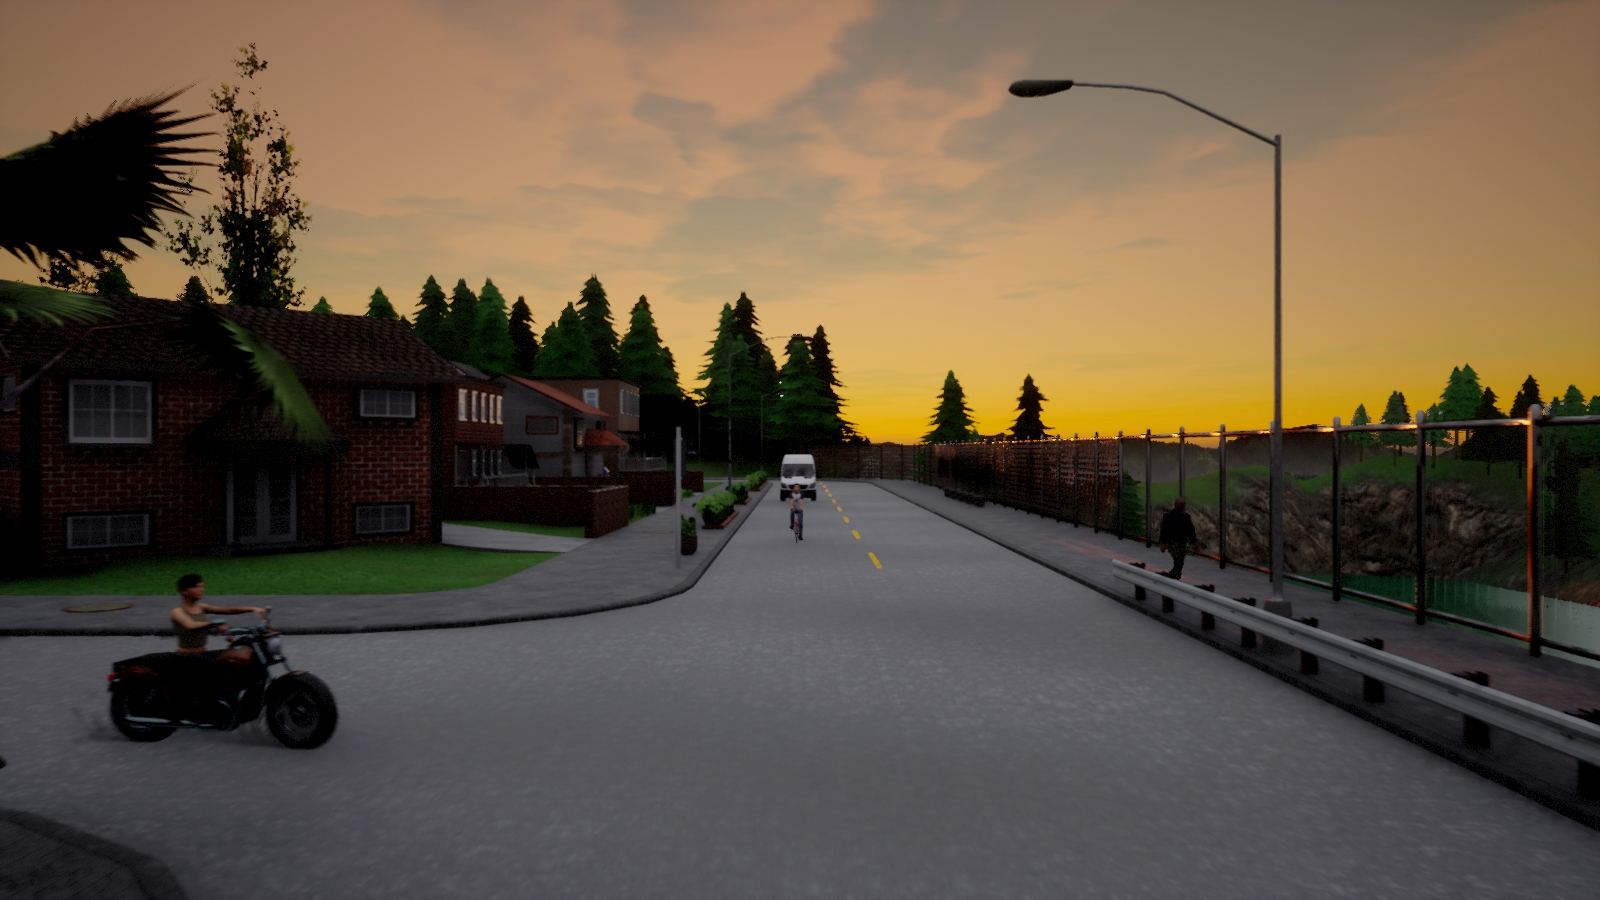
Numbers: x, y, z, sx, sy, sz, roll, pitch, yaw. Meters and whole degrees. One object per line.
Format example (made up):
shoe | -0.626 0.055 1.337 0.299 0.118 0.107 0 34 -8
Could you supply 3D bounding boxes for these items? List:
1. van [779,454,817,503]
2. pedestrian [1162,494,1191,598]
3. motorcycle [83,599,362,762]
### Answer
van | -0.096 1.533 63.517 1.988 2.561 5.915 0 0 0
pedestrian | 6.881 1.745 20.884 0.375 1.860 0.375 0 0 -10
motorcycle | -5.462 2.154 10.861 2.356 1.307 0.764 0 1 9
